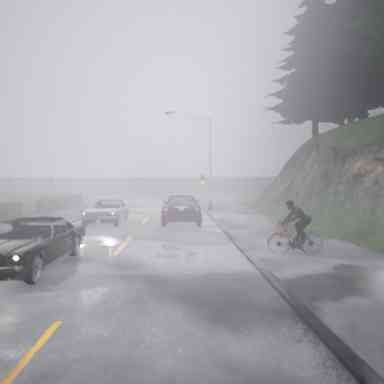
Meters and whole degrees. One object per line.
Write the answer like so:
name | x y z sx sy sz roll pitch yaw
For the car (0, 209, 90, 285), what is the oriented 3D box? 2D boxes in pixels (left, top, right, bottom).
car | -4.402 1.382 8.910 1.895 1.301 4.718 0 2 -2

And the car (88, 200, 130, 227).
car | -4.794 1.118 18.898 1.895 1.301 4.718 0 2 -2

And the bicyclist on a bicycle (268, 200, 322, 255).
bicyclist on a bicycle | 3.055 1.067 9.856 1.656 1.620 0.582 0 2 -2

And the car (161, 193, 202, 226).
car | -0.609 0.847 18.938 2.097 1.767 4.553 0 2 -2
